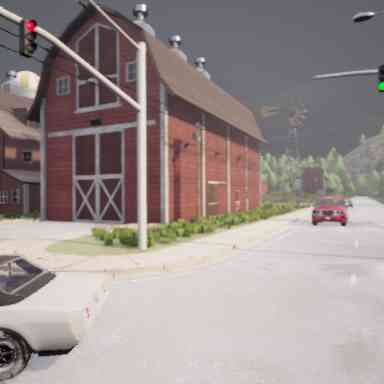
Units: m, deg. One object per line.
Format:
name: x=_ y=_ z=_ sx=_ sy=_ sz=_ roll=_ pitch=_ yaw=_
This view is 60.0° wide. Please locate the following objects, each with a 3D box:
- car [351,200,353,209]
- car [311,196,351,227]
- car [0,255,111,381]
car: x=21.746 y=1.614 z=47.114 sx=1.994 sy=1.385 sz=4.181 roll=-1 pitch=0 yaw=27
car: x=10.069 y=1.341 z=24.115 sx=2.150 sy=2.045 sz=5.566 roll=-1 pitch=0 yaw=27
car: x=-3.710 y=1.654 z=4.805 sx=4.718 sy=1.301 sz=1.895 roll=0 pitch=0 yaw=-4
